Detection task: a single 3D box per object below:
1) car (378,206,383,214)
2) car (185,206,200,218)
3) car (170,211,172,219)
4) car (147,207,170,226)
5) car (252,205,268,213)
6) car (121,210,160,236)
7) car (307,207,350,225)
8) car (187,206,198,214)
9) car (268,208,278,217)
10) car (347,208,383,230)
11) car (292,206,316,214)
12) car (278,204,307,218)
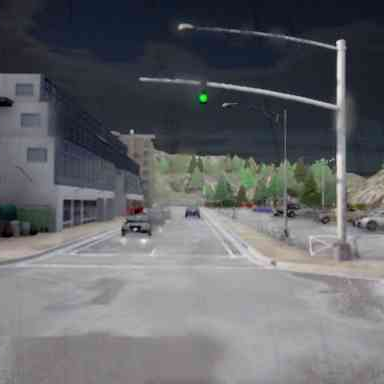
[{"bbox_3d":[39.907,3.639,66.252,4.514,1.523,2.007,1,-2,0],"label":"car"},{"bbox_3d":[0.098,2.747,48.124,2.097,1.767,4.553,1,-2,0],"label":"car"},{"bbox_3d":[-3.583,2.713,41.871,1.812,1.442,4.674,1,-2,0],"label":"car"},{"bbox_3d":[-3.595,2.263,31.758,2.097,1.767,4.553,1,-2,0],"label":"car"},{"bbox_3d":[13.874,3.415,66.238,3.633,1.501,1.845,1,-2,0],"label":"car"},{"bbox_3d":[-3.595,2.240,23.141,1.994,1.385,4.181,1,-2,0],"label":"car"},{"bbox_3d":[14.166,2.262,31.973,5.027,1.636,2.152,1,-2,0],"label":"car"},{"bbox_3d":[0.073,3.289,60.855,2.033,1.411,5.357,1,-2,0],"label":"car"},{"bbox_3d":[13.747,2.630,47.669,4.605,1.855,1.932,1,-2,0],"label":"car"},{"bbox_3d":[14.491,2.168,25.556,3.806,1.475,1.970,1,-2,0],"label":"car"},{"bbox_3d":[21.296,3.417,63.259,3.806,1.475,1.970,1,-2,0],"label":"car"},{"bbox_3d":[14.161,2.534,44.765,3.866,1.878,1.905,1,-2,0],"label":"car"}]
